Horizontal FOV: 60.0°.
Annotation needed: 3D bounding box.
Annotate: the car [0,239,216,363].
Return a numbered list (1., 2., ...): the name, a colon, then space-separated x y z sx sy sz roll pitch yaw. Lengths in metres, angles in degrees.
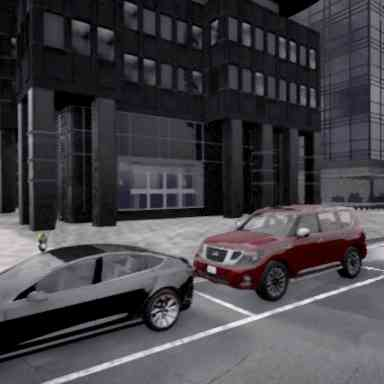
1. car: -1.946 1.568 5.262 4.313 1.339 1.947 0 0 -36

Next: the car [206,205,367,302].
1. car: 2.458 1.292 8.428 5.009 1.841 2.192 0 0 -36
